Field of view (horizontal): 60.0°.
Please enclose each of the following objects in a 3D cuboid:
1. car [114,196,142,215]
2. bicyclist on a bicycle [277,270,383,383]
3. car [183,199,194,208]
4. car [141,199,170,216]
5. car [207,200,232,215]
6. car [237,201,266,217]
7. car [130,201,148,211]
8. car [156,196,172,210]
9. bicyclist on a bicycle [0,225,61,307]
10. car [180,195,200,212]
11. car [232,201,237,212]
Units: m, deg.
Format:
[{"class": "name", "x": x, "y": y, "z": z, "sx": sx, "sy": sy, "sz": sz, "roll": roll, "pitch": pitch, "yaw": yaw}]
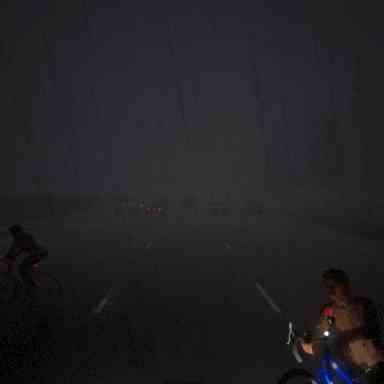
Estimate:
[{"class": "car", "x": -7.335, "y": 1.468, "z": 37.704, "sx": 2.150, "sy": 2.045, "sz": 5.566, "roll": 0, "pitch": 0, "yaw": -1}, {"class": "bicyclist on a bicycle", "x": 1.156, "y": 1.383, "z": 2.442, "sx": 1.656, "sy": 1.620, "sz": 0.582, "roll": 39, "pitch": -44, "yaw": -21}, {"class": "car", "x": -0.580, "y": 1.943, "z": 58.163, "sx": 1.882, "sy": 1.535, "sz": 5.008, "roll": 0, "pitch": 0, "yaw": -1}, {"class": "car", "x": -3.822, "y": 1.811, "z": 36.122, "sx": 2.033, "sy": 1.411, "sz": 5.357, "roll": 0, "pitch": 0, "yaw": 0}, {"class": "car", "x": 3.126, "y": 1.847, "z": 38.652, "sx": 1.837, "sy": 1.490, "sz": 4.892, "roll": 0, "pitch": 0, "yaw": 0}, {"class": "car", "x": 6.611, "y": 1.704, "z": 36.187, "sx": 2.097, "sy": 1.767, "sz": 4.553, "roll": 0, "pitch": 0, "yaw": 0}, {"class": "car", "x": -7.508, "y": 1.923, "z": 47.464, "sx": 1.895, "sy": 1.301, "sz": 4.718, "roll": 0, "pitch": 0, "yaw": 0}, {"class": "car", "x": -4.018, "y": 1.564, "z": 46.368, "sx": 2.150, "sy": 2.045, "sz": 5.566, "roll": 0, "pitch": 0, "yaw": 0}, {"class": "bicyclist on a bicycle", "x": -3.384, "y": 1.489, "z": 6.678, "sx": 1.656, "sy": 1.620, "sz": 0.582, "roll": -2, "pitch": -1, "yaw": 11}, {"class": "car", "x": -0.404, "y": 1.573, "z": 43.623, "sx": 2.150, "sy": 2.045, "sz": 5.566, "roll": 0, "pitch": 0, "yaw": -1}, {"class": "car", "x": 6.489, "y": 1.972, "z": 45.496, "sx": 2.033, "sy": 1.411, "sz": 5.357, "roll": 0, "pitch": 0, "yaw": 0}]
